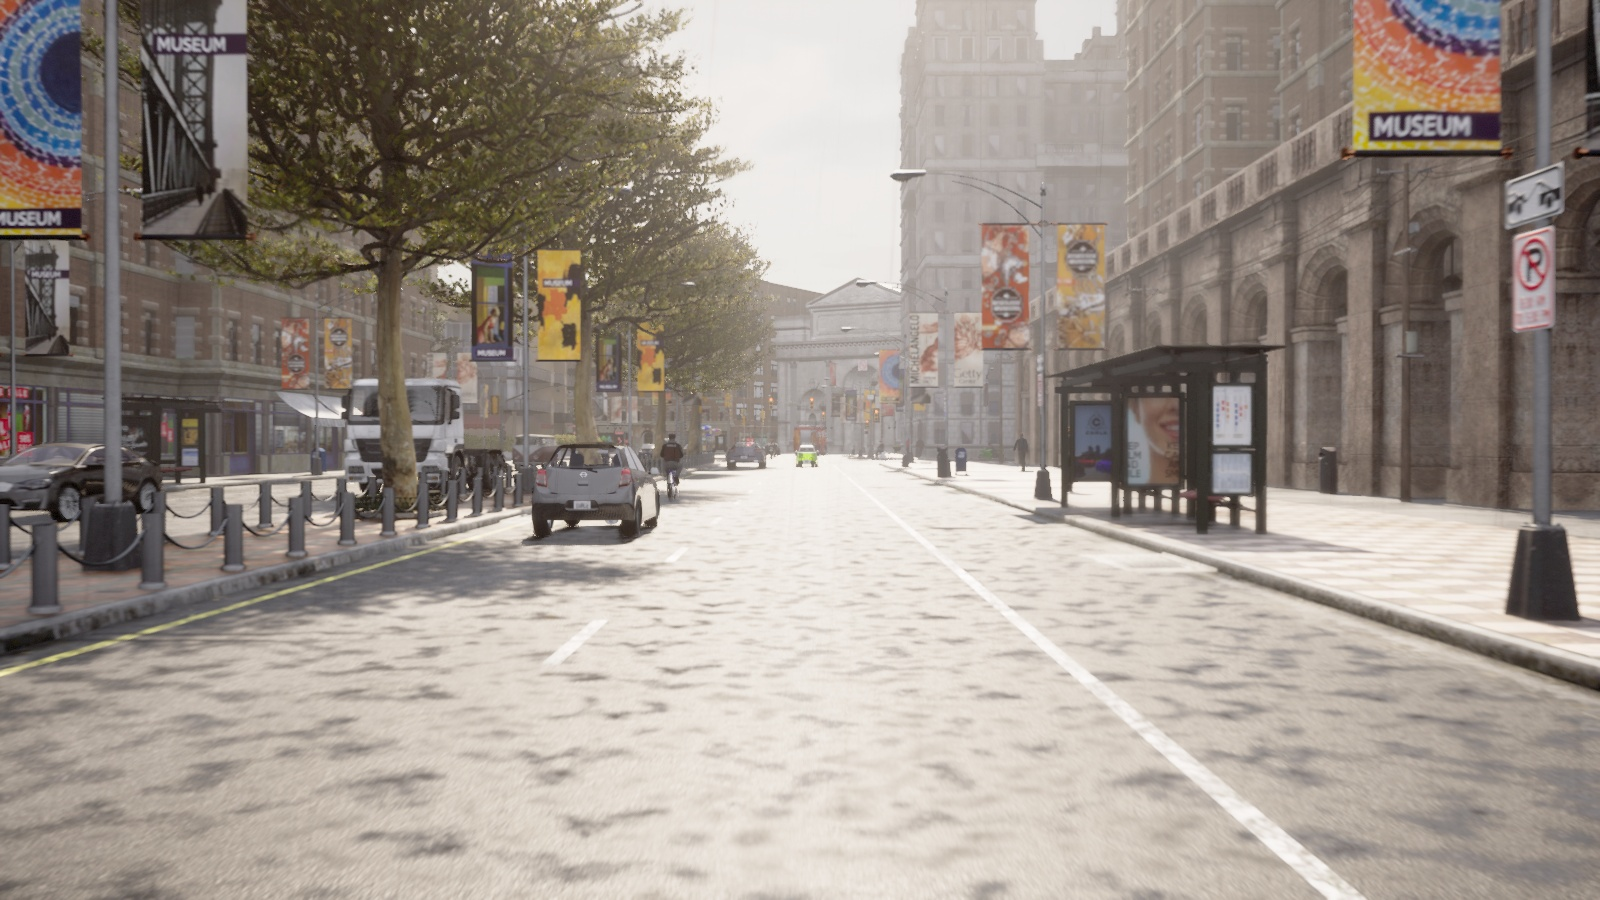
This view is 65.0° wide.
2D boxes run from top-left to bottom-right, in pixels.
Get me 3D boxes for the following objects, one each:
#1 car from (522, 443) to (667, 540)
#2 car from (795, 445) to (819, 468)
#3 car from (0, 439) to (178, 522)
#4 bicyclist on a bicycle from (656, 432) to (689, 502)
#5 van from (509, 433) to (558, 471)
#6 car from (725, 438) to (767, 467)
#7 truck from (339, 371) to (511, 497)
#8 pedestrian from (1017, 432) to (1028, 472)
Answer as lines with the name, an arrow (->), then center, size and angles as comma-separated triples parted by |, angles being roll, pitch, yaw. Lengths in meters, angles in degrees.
car -> -3.369, 0.639, 21.250 | 1.845, 1.501, 3.633 | 0, 0, 0
car -> 0.428, 0.368, 77.332 | 1.481, 1.376, 2.207 | 0, 1, 1
car -> -14.844, 0.549, 25.315 | 2.128, 1.511, 4.902 | 0, 0, 0
bicyclist on a bicycle -> -3.305, 0.431, 32.724 | 0.659, 1.776, 1.843 | 0, 1, 0
van -> -14.606, 0.101, 69.020 | 1.775, 1.987, 4.442 | 0, 0, 0
car -> -3.155, 0.105, 74.419 | 2.152, 1.651, 5.027 | 0, 0, 1
truck -> -11.273, -0.461, 38.640 | 2.891, 3.462, 7.936 | 0, 0, 0
pedestrian -> 10.392, 0.083, 58.673 | 0.402, 1.842, 0.726 | 0, 0, 0
